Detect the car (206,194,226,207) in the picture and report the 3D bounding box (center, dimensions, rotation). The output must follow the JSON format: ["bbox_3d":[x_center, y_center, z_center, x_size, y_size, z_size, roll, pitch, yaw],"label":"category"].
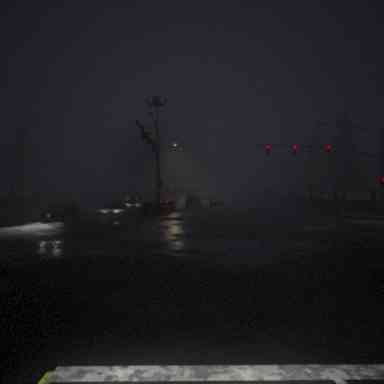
[{"bbox_3d":[3.671,1.463,51.245,2.128,1.511,4.902,0,0,0],"label":"car"}]

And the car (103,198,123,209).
[{"bbox_3d":[-10.519,1.502,44.505,1.812,1.442,4.674,0,0,0],"label":"car"}]

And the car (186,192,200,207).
[{"bbox_3d":[0.171,1.324,50.985,2.097,1.767,4.553,0,0,0],"label":"car"}]

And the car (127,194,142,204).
[{"bbox_3d":[-10.523,1.171,60.711,2.097,1.767,4.553,0,2,0],"label":"car"}]

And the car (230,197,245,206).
[{"bbox_3d":[7.168,1.495,52.339,1.812,1.442,4.674,0,0,0],"label":"car"}]

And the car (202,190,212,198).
[{"bbox_3d":[3.488,0.233,75.653,2.097,1.767,4.553,0,6,0],"label":"car"}]

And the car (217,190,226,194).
[{"bbox_3d":[6.979,0.164,78.152,1.812,1.442,4.674,0,7,0],"label":"car"}]

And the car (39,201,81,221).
[{"bbox_3d":[-10.550,1.477,26.908,2.128,1.511,4.902,0,0,0],"label":"car"}]
